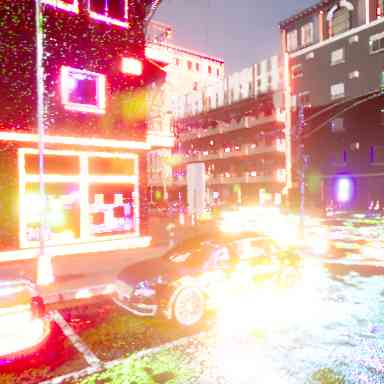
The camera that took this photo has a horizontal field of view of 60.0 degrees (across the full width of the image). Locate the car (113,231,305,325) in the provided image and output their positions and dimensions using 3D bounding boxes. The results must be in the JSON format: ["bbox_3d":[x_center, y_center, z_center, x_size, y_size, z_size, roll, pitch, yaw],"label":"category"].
[{"bbox_3d":[0.559,1.548,6.975,4.403,1.369,2.008,0,-1,-36],"label":"car"}]

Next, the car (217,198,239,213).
[{"bbox_3d":[3.371,1.431,37.354,1.967,1.590,4.097,-1,1,-36],"label":"car"}]

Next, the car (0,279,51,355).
[{"bbox_3d":[-4.188,1.527,3.583,4.829,1.417,1.752,0,-1,-36],"label":"car"}]

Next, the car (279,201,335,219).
[{"bbox_3d":[9.723,1.488,28.499,1.752,1.417,4.829,-1,1,-36],"label":"car"}]

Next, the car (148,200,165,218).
[{"bbox_3d":[-3.338,1.645,32.335,1.752,1.417,4.829,-1,1,-36],"label":"car"}]

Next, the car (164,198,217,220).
[{"bbox_3d":[-0.214,1.545,27.975,1.967,1.590,4.097,-1,1,-36],"label":"car"}]

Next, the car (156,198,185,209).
[{"bbox_3d":[-3.077,1.571,46.350,2.008,1.369,4.403,-1,1,-36],"label":"car"}]
